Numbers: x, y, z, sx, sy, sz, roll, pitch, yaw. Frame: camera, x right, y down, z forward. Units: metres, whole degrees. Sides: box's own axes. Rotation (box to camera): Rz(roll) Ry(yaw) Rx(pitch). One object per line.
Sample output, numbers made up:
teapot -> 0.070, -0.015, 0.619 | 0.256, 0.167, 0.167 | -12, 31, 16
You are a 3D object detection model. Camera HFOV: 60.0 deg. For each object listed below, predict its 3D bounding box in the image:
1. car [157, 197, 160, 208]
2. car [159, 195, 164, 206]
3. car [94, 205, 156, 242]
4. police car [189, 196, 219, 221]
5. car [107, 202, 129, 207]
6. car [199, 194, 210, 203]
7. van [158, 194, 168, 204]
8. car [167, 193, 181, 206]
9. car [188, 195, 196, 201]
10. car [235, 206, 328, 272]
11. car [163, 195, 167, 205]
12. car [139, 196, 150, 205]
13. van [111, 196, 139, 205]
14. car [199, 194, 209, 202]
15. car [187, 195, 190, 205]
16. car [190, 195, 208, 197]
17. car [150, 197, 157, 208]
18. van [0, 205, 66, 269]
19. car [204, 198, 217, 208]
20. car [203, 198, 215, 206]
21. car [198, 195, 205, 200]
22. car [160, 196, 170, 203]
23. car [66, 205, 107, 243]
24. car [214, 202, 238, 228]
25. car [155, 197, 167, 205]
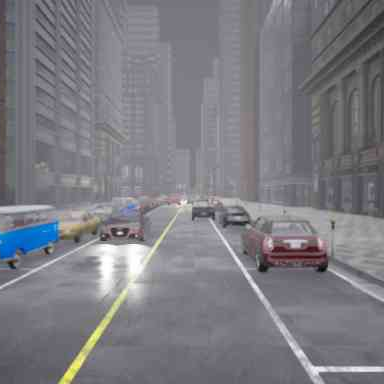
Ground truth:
car -> -5.774, 1.603, 44.600 | 1.947, 1.339, 4.313 | 0, 0, 0
car -> -5.775, 1.609, 50.236 | 1.947, 1.339, 4.313 | 0, 0, 0
car -> -3.103, 1.574, 16.292 | 1.994, 1.385, 4.181 | 0, 0, 0
police car -> 0.894, 1.446, 27.778 | 1.930, 1.638, 5.238 | 0, 0, 0
car -> -5.770, 1.566, 22.052 | 2.008, 1.369, 4.403 | 0, 0, 0
car -> 2.744, 1.390, 72.788 | 2.192, 1.841, 5.009 | 0, 0, 0
van -> -5.779, 1.407, 67.146 | 1.690, 1.788, 3.998 | 0, 0, 0
car -> -3.068, 1.271, 56.548 | 2.150, 2.045, 5.566 | 0, 0, 0
car -> -0.016, 1.492, 81.150 | 1.837, 1.490, 4.892 | 0, 0, 0
car -> 2.757, 1.446, 10.788 | 1.967, 1.590, 4.097 | 0, 0, 0
car -> -5.776, 1.600, 55.872 | 2.008, 1.369, 4.403 | 0, 0, 0
car -> -5.772, 1.466, 33.326 | 1.967, 1.590, 4.097 | 0, 0, 0
van -> -5.772, 1.361, 27.689 | 1.690, 1.788, 3.998 | 0, 0, 0
car -> 2.743, 1.400, 78.424 | 2.192, 1.841, 5.009 | 0, 0, 0
car -> -0.011, 1.605, 61.511 | 2.033, 1.411, 5.357 | 0, 0, 0
car -> 0.893, 1.486, 37.858 | 1.801, 1.575, 5.366 | 0, 0, 0
car -> -5.774, 1.346, 38.963 | 2.192, 1.841, 5.009 | 0, 0, 0
van -> -5.768, 1.347, 10.780 | 1.690, 1.788, 3.998 | 0, 0, 0
car -> 2.750, 1.625, 50.243 | 1.802, 1.307, 4.206 | 0, 0, 0
car -> 2.749, 1.632, 55.880 | 1.802, 1.307, 4.206 | 0, 0, 0
car -> 2.740, 1.559, 95.332 | 1.967, 1.590, 4.097 | 0, 0, 0
car -> -5.780, 1.600, 72.612 | 1.752, 1.417, 4.829 | 0, 0, 0
car -> -5.769, 1.535, 16.247 | 1.752, 1.417, 4.829 | 0, 0, 0
car -> 2.755, 1.581, 22.061 | 1.947, 1.339, 4.313 | 0, 0, 0
car -> -5.777, 1.639, 61.510 | 1.802, 1.307, 4.206 | 0, 0, 0
